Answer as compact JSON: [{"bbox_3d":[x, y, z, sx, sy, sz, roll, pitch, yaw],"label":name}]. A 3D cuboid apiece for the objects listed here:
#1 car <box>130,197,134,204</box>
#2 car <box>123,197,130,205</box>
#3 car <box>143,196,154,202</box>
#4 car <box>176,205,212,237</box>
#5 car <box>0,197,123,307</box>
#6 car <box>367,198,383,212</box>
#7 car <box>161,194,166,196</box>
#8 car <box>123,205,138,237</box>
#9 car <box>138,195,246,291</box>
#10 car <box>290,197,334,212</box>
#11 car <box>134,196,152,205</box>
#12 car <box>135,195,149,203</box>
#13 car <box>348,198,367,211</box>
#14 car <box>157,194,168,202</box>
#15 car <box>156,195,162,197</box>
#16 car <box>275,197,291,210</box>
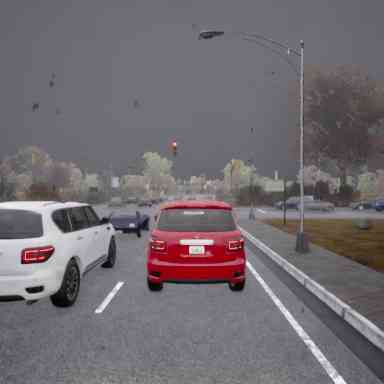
[{"bbox_3d":[-10.615,1.545,59.830,2.033,1.411,5.357,0,0,0],"label":"car"},{"bbox_3d":[-10.629,1.503,47.408,1.837,1.490,4.892,0,0,0],"label":"car"},{"bbox_3d":[-10.558,1.591,80.766,1.895,1.301,4.718,0,0,0],"label":"car"},{"bbox_3d":[0.087,1.525,18.847,1.812,1.442,4.674,0,0,0],"label":"car"},{"bbox_3d":[-3.406,1.221,8.092,2.150,2.045,5.566,0,0,0],"label":"car"},{"bbox_3d":[23.085,1.210,37.008,5.566,2.045,2.150,0,0,3],"label":"car"},{"bbox_3d":[-7.051,1.592,70.282,1.895,1.301,4.718,0,0,0],"label":"car"},{"bbox_3d":[-3.412,1.600,17.860,1.895,1.301,4.718,0,0,0],"label":"car"},{"bbox_3d":[0.091,1.221,9.153,2.150,2.045,5.566,0,0,0],"label":"car"},{"bbox_3d":[13.750,1.562,37.511,4.181,1.385,1.994,0,0,3],"label":"car"},{"bbox_3d":[-6.864,1.545,48.831,2.033,1.411,5.357,0,0,-4],"label":"car"},{"bbox_3d":[-10.551,1.522,70.399,2.128,1.511,4.902,0,0,0],"label":"car"},{"bbox_3d":[21.732,1.497,40.588,4.892,1.490,1.837,0,0,3],"label":"car"},{"bbox_3d":[-7.058,1.351,80.402,2.097,1.767,4.553,0,0,0],"label":"car"},{"bbox_3d":[-7.116,1.598,60.033,1.895,1.301,4.718,0,0,0],"label":"car"},{"bbox_3d":[12.602,1.350,41.081,4.553,1.767,2.097,0,0,3],"label":"car"}]
